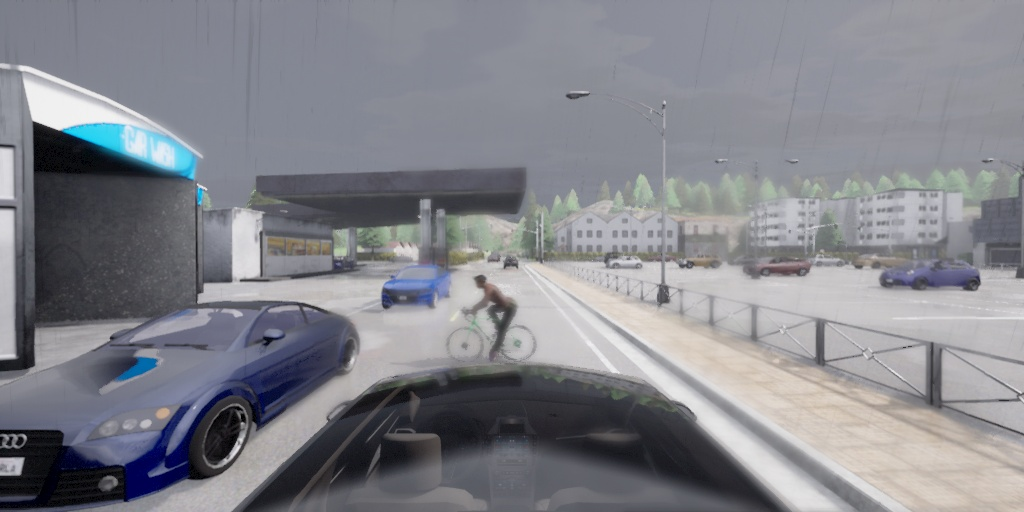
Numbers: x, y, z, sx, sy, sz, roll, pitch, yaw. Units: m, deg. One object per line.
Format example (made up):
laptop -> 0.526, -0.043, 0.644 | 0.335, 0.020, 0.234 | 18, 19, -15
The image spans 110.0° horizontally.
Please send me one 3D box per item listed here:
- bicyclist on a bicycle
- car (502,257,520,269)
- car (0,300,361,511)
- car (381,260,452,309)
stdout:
bicyclist on a bicycle -> -0.389, 1.154, 6.532 | 1.656, 1.620, 0.582 | -2, 1, 0
car -> -0.125, 0.842, 45.432 | 1.837, 1.490, 4.892 | 0, 1, 0
car -> -3.608, 1.287, 4.525 | 1.994, 1.385, 4.181 | 0, 1, 0
car -> -3.659, 1.107, 14.462 | 1.882, 1.535, 5.008 | 0, 1, 0
